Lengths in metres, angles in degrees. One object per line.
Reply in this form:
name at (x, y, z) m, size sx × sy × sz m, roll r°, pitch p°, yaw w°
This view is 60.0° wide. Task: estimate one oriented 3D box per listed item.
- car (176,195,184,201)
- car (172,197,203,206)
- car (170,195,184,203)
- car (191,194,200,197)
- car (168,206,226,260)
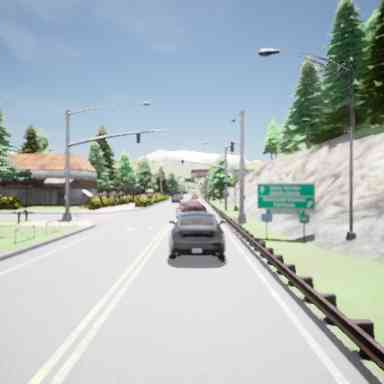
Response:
car at (-2.742, 1.344, 78.036) m, size 1.812 × 1.442 × 4.674 m, roll 0°, pitch 0°, yaw 1°
car at (-0.168, 1.417, 26.495) m, size 1.882 × 1.535 × 5.008 m, roll 0°, pitch 0°, yaw -10°
car at (-2.921, 1.359, 62.553) m, size 1.837 × 1.490 × 4.892 m, roll 0°, pitch 0°, yaw 1°
car at (0.730, 1.123, 75.193) m, size 1.882 × 1.535 × 5.008 m, roll 0°, pitch 0°, yaw 1°
car at (0.185, 1.478, 12.288) m, size 1.837 × 1.490 × 4.892 m, roll 0°, pitch 0°, yaw 1°
